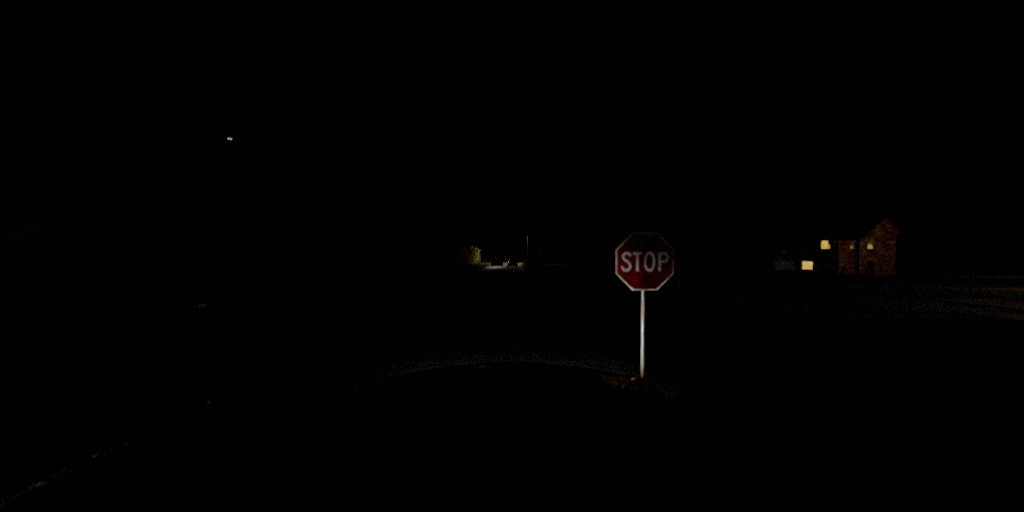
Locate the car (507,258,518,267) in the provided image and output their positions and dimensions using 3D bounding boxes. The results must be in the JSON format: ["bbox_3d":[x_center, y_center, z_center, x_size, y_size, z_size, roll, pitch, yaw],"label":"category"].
[{"bbox_3d":[0.059,1.213,61.268,2.033,1.411,5.357,0,0,0],"label":"car"}]
